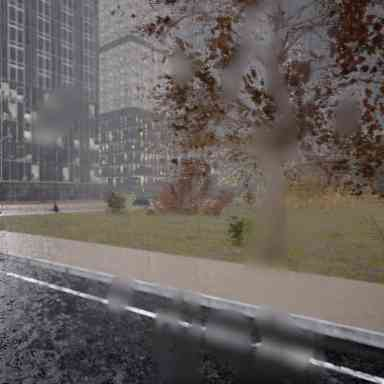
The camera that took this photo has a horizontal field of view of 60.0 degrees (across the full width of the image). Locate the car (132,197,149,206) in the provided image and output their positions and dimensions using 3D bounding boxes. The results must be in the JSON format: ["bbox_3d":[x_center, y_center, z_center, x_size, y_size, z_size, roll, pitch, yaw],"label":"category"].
[{"bbox_3d":[-9.200,1.610,56.024,1.994,1.385,4.181,-1,-1,37],"label":"car"}]
